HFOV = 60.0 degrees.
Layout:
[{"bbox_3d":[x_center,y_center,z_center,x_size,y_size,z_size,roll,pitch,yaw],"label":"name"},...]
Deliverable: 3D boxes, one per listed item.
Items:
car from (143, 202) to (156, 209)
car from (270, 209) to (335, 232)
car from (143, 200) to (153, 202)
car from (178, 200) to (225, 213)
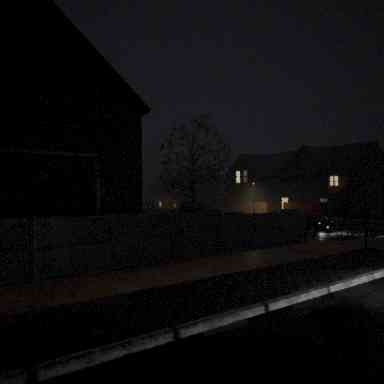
[{"bbox_3d":[-6.610,2.367,42.181,1.882,1.535,5.008,-1,-1,-35],"label":"car"},{"bbox_3d":[6.967,1.881,23.031,2.033,1.411,5.357,-1,-1,-36],"label":"car"},{"bbox_3d":[-7.291,2.192,48.099,2.150,2.045,5.566,-1,-1,-35],"label":"car"},{"bbox_3d":[0.817,1.808,31.692,2.150,2.045,5.566,-1,-1,-35],"label":"car"}]
